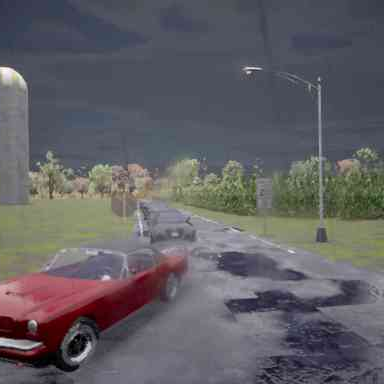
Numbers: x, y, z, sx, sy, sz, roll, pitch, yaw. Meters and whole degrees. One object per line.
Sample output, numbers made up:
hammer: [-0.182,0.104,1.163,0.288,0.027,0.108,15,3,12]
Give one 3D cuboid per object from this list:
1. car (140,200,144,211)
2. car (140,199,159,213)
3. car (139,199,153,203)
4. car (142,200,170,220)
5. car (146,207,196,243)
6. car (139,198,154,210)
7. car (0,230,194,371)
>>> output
car: [-3.333,1.699,29.862,1.994,1.385,4.181,-1,0,-10]
car: [-5.497,1.680,42.084,2.128,1.511,4.902,-1,0,-10]
car: [-4.357,1.708,35.729,2.033,1.411,5.357,-1,0,-10]
car: [-2.235,1.599,23.438,2.128,1.511,4.902,-1,0,-10]
car: [-1.037,1.642,16.173,1.994,1.385,4.181,-1,0,-9]
car: [-6.608,1.693,48.172,1.882,1.535,5.008,-1,0,-10]
car: [-1.727,1.642,6.003,1.895,1.301,4.718,0,-1,20]
